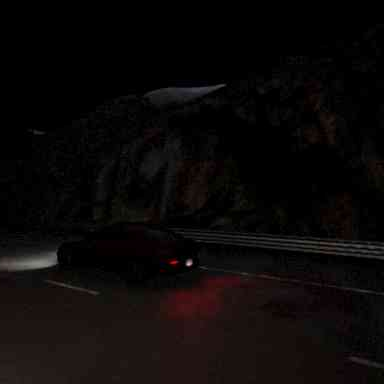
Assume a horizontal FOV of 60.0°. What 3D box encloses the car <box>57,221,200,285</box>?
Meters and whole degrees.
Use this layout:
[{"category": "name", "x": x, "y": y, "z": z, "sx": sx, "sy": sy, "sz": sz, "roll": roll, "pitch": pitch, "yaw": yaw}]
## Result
[{"category": "car", "x": -1.951, "y": 1.588, "z": 9.638, "sx": 4.674, "sy": 1.442, "sz": 1.812, "roll": 0, "pitch": 0, "yaw": 36}]
